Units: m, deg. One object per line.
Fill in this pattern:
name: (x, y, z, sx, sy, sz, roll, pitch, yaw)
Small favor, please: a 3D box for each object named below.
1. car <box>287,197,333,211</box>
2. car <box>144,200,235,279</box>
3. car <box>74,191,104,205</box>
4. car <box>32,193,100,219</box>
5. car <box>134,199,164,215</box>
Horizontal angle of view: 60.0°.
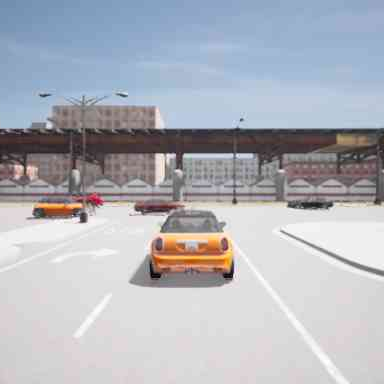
car: (13.129, 1.258, 37.037, 4.902, 1.511, 2.128, 0, 0, 0)
car: (-0.003, 1.289, 9.964, 2.097, 1.767, 4.553, 0, 0, 0)
car: (-13.652, 0.962, 40.632, 5.566, 2.045, 2.150, 0, 0, 0)
car: (-10.056, 1.182, 26.426, 4.553, 1.767, 2.097, 0, 0, 0)
car: (-2.835, 1.335, 29.910, 4.674, 1.442, 1.812, 0, 0, 0)
